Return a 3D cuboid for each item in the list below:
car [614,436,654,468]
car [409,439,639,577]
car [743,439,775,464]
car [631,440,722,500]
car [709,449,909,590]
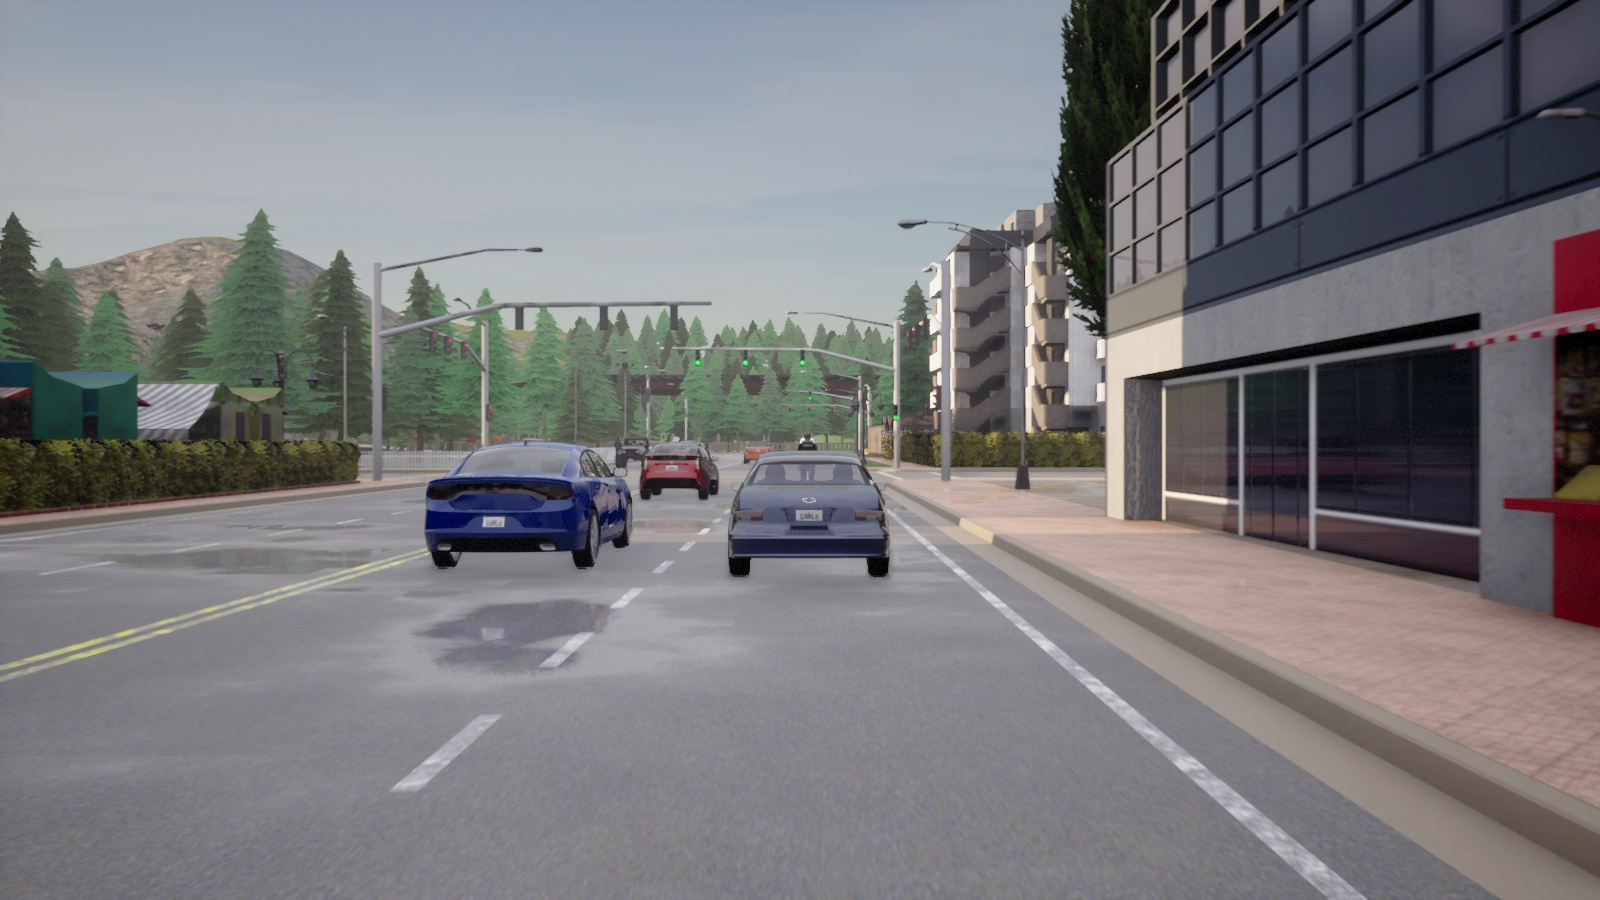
[{"bbox_3d":[-10.047,0.105,76.109,1.905,1.878,3.866,0,0,0],"label":"car"},{"bbox_3d":[-3.390,0.629,16.444,1.882,1.535,5.008,0,0,0],"label":"car"},{"bbox_3d":[-2.960,0.088,91.312,2.097,1.767,4.553,0,0,0],"label":"car"},{"bbox_3d":[-3.287,0.497,34.314,2.007,1.525,4.514,0,0,0],"label":"car"},{"bbox_3d":[0.104,0.707,15.458,2.033,1.411,5.357,0,0,0],"label":"car"}]
